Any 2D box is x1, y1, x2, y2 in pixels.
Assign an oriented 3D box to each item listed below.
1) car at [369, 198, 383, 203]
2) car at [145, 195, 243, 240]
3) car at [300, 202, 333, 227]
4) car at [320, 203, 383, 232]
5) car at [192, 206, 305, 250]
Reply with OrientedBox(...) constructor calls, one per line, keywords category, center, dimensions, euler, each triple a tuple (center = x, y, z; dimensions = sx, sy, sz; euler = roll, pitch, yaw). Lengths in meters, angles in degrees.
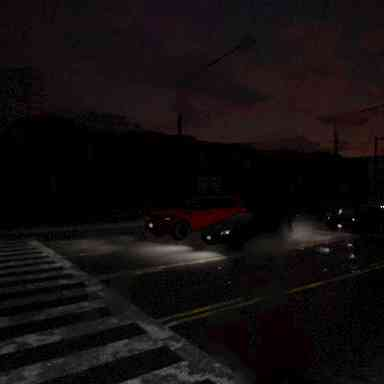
OrientedBox(category="car", center=(16.473, 1.287, 28.586), dimensions=(4.553, 1.767, 2.097), euler=(0, 0, -35))
OrientedBox(category="car", center=(0.352, 1.200, 17.122), dimensions=(5.566, 2.045, 2.150), euler=(0, 0, -35))
OrientedBox(category="car", center=(8.344, 1.461, 22.810), dimensions=(4.892, 1.490, 1.837), euler=(0, 0, -35))
OrientedBox(category="car", center=(9.970, 1.558, 19.669), dimensions=(4.718, 1.301, 1.895), euler=(0, 0, -35))
OrientedBox(category="car", center=(2.553, 1.503, 14.387), dimensions=(4.674, 1.442, 1.812), euler=(0, 0, -36))
